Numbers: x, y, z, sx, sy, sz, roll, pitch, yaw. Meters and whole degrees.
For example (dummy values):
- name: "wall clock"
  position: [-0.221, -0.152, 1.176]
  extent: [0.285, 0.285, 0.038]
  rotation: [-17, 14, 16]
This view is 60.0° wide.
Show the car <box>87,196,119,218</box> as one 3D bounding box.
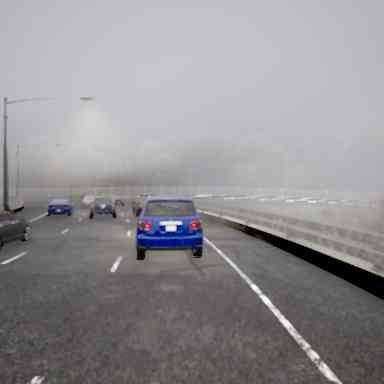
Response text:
- name: "car"
  position: [-7.787, 1.225, 29.111]
  extent: [2.097, 1.767, 4.553]
  rotation: [0, 0, -15]

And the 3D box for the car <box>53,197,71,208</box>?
- name: "car"
  position: [-17.967, 1.385, 45.882]
  extent: [1.994, 1.385, 4.181]
  rotation: [0, 0, -26]

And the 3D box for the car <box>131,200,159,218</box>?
- name: "car"
  position: [-4.241, 1.458, 29.577]
  extent: [1.895, 1.301, 4.718]
  rotation: [0, 0, -15]

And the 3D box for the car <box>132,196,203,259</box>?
- name: "car"
  position: [-0.921, 1.157, 12.522]
  extent: [2.150, 2.045, 5.566]
  rotation: [0, 0, -6]

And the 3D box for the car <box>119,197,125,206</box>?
- name: "car"
  position: [-11.058, 1.311, 47.664]
  extent: [1.812, 1.442, 4.674]
  rotation: [0, 0, -25]

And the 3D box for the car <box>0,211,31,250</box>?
- name: "car"
  position: [-7.984, 1.464, 13.105]
  extent: [1.837, 1.490, 4.892]
  rotation: [0, 0, -7]

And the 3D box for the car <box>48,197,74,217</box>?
- name: "car"
  position: [-11.832, 1.360, 30.105]
  extent: [1.882, 1.535, 5.008]
  rotation: [0, 1, -17]

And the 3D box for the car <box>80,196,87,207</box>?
- name: "car"
  position: [-14.615, 1.328, 47.004]
  extent: [1.812, 1.442, 4.674]
  rotation: [0, 0, -26]
